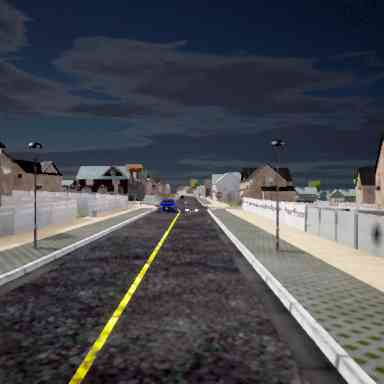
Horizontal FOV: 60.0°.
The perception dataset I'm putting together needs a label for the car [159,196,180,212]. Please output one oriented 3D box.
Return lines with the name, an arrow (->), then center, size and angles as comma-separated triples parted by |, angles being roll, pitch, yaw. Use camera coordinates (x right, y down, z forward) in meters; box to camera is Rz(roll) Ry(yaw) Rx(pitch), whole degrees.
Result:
car -> -2.750, 1.532, 38.651 | 1.882, 1.535, 5.008 | 0, 0, 0
